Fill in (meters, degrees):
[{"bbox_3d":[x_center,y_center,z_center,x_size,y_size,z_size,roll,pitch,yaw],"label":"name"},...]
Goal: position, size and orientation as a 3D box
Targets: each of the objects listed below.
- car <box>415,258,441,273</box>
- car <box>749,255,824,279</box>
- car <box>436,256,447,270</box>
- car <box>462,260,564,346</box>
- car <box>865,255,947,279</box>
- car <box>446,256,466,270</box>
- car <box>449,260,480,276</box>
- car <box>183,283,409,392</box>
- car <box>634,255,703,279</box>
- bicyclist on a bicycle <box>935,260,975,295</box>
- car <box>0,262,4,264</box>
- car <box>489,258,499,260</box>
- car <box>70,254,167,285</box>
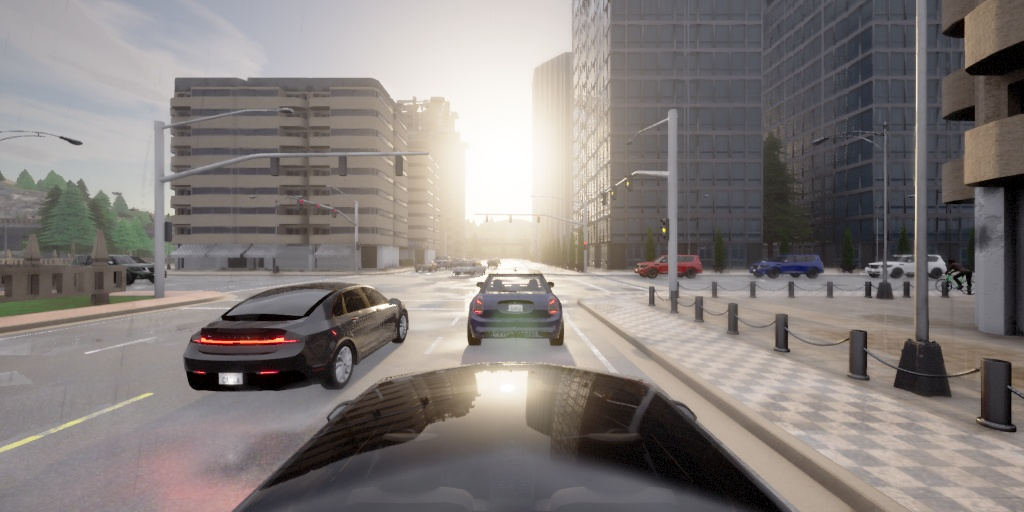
[{"bbox_3d":[-10.578,1.276,44.599,1.812,1.442,4.674,0,0,1],"label":"car"},{"bbox_3d":[24.034,0.916,31.442,5.566,2.045,2.150,0,0,1],"label":"car"},{"bbox_3d":[-10.521,0.971,54.305,2.150,2.045,5.566,0,0,0],"label":"car"},{"bbox_3d":[0.092,1.102,9.585,2.097,1.767,4.553,0,0,0],"label":"car"},{"bbox_3d":[34.396,0.916,31.372,5.566,2.045,2.150,0,0,0],"label":"car"},{"bbox_3d":[-7.033,1.102,48.181,2.097,1.767,4.553,0,0,0],"label":"car"},{"bbox_3d":[-4.070,1.310,35.619,1.895,1.301,4.718,0,0,16],"label":"car"},{"bbox_3d":[-3.425,1.255,6.814,1.837,1.490,4.892,0,0,0],"label":"car"},{"bbox_3d":[13.714,0.916,31.515,5.566,2.045,2.150,0,0,0],"label":"car"},{"bbox_3d":[21.022,0.996,16.981,0.582,1.620,1.656,0,0,0],"label":"bicyclist on a bicycle"},{"bbox_3d":[-39.867,1.199,27.268,4.892,1.490,1.837,0,0,21],"label":"car"},{"bbox_3d":[-3.318,1.253,61.605,1.837,1.490,4.892,0,0,0],"label":"car"},{"bbox_3d":[-27.311,0.916,24.866,5.566,2.045,2.150,0,0,3],"label":"car"}]
